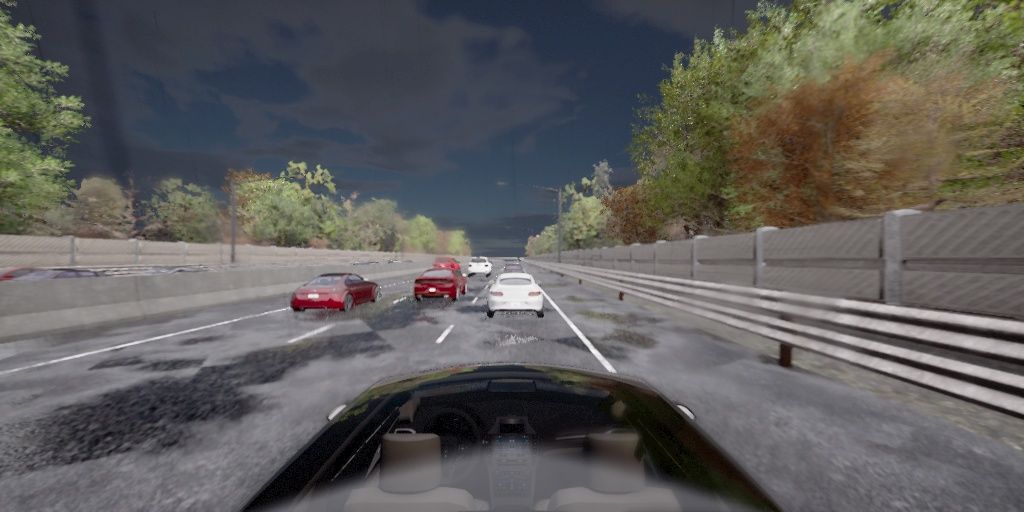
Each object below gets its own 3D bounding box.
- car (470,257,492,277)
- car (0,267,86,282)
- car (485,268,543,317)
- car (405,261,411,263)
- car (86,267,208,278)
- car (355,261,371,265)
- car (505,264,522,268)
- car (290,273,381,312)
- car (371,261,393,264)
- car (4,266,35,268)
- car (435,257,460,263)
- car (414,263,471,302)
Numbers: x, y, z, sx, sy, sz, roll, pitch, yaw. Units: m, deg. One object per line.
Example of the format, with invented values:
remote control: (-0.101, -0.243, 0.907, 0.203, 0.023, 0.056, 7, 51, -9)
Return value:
car: (-3.341, 1.140, 38.270, 2.150, 2.045, 5.566, 0, 0, 0)
car: (-21.077, 1.350, 16.709, 2.033, 1.411, 5.357, 0, 0, 0)
car: (0.117, 1.326, 13.276, 1.812, 1.442, 4.674, 0, 0, 0)
car: (-17.441, 1.590, 59.575, 1.994, 1.385, 4.181, 0, 0, 1)
car: (-17.572, 1.304, 18.248, 2.128, 1.511, 4.902, 0, 0, 0)
car: (-24.418, 1.565, 59.372, 2.033, 1.411, 5.357, 0, 0, 1)
car: (0.137, 1.431, 31.074, 2.033, 1.411, 5.357, 0, 0, 0)
car: (-6.883, 1.366, 14.435, 1.994, 1.385, 4.181, 0, 0, 0)
car: (-20.933, 1.496, 59.104, 1.882, 1.535, 5.008, 0, 0, 1)
car: (-24.573, 1.282, 17.559, 1.882, 1.535, 5.008, 0, 0, 0)
car: (-6.842, 1.136, 37.993, 2.150, 2.045, 5.566, 0, 0, 0)
car: (-3.376, 1.296, 17.674, 1.882, 1.535, 5.008, 0, 0, 0)
